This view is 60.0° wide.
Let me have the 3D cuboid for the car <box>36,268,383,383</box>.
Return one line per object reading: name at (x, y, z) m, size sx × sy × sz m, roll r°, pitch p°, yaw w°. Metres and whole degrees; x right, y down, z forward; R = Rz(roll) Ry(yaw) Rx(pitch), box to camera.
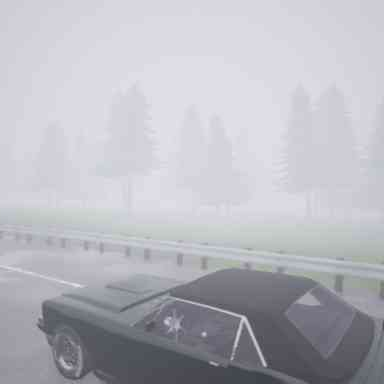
car at (0.281, 1.601, 3.792) m, size 4.718 × 1.301 × 1.895 m, roll 0°, pitch 0°, yaw 35°
